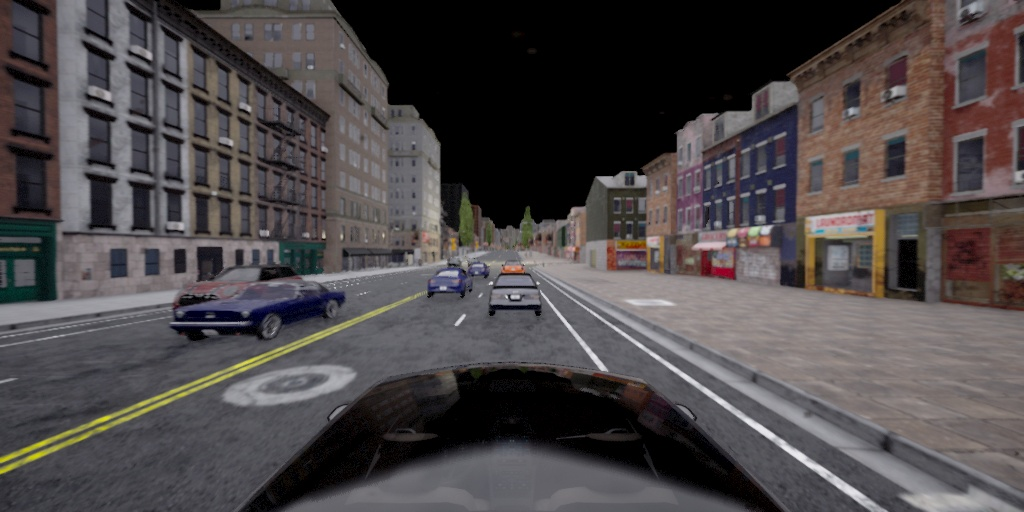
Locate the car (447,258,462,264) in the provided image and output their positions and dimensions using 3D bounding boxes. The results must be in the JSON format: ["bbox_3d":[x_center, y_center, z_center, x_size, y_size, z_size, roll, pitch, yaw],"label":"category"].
[{"bbox_3d":[-9.742,1.100,60.811,2.097,1.767,4.553,0,0,0],"label":"car"}]

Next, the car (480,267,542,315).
[{"bbox_3d":[0.098,1.328,13.675,2.033,1.411,5.357,0,0,0],"label":"car"}]

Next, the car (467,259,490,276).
[{"bbox_3d":[-3.147,1.322,34.280,1.812,1.442,4.674,0,0,0],"label":"car"}]

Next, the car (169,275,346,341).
[{"bbox_3d":[-6.600,1.371,10.049,1.895,1.301,4.718,0,0,0],"label":"car"}]

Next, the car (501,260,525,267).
[{"bbox_3d":[0.101,1.150,33.047,2.097,1.767,4.553,0,0,0],"label":"car"}]

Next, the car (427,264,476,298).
[{"bbox_3d":[-3.151,1.318,18.763,1.812,1.442,4.674,0,0,0],"label":"car"}]

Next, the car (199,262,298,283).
[{"bbox_3d":[-9.849,1.132,13.443,2.097,1.767,4.553,0,0,0],"label":"car"}]
